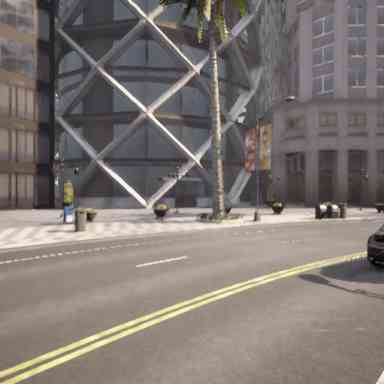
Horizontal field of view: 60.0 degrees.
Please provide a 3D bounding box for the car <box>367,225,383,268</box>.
[{"bbox_3d":[7.176,1.495,10.048,4.892,1.490,1.837,0,0,-36],"label":"car"}]
